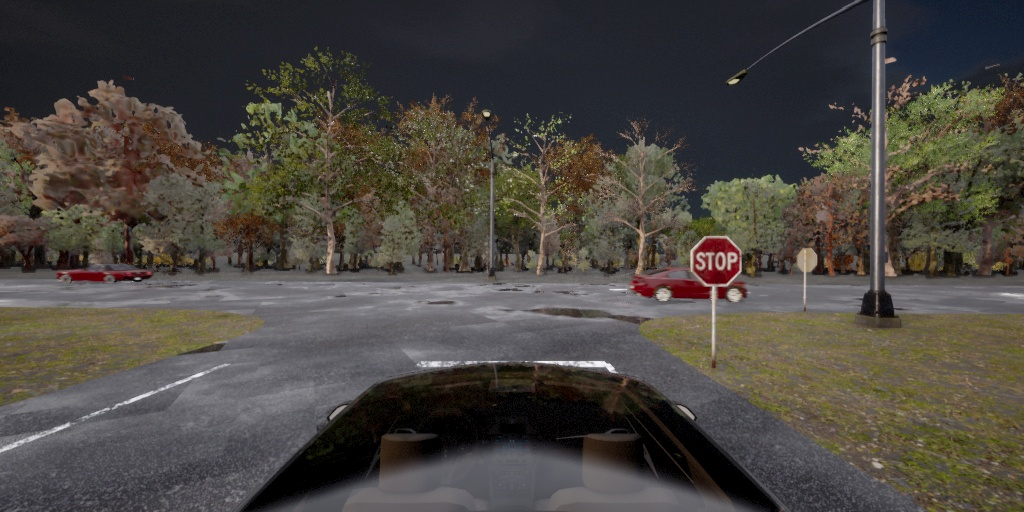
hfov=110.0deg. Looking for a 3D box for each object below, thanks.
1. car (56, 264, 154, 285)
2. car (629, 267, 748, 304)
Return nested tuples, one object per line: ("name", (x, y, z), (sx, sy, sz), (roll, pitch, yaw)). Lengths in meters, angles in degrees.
("car", (-26.877, 1.190, 23.700), (4.718, 1.301, 1.895), (0, 0, 1))
("car", (7.917, 1.269, 16.281), (5.008, 1.535, 1.882), (0, 0, 0))
